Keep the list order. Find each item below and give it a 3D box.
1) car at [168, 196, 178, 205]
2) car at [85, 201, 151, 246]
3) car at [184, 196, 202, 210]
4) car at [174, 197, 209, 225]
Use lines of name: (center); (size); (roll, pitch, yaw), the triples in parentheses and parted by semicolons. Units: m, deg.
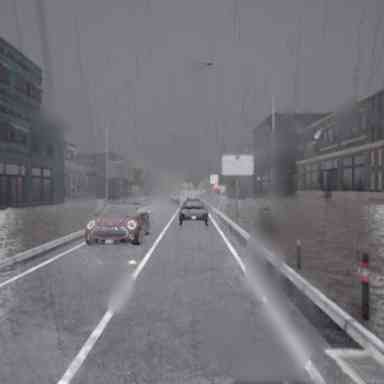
car: (-3.037, 1.406, 56.851); (1.882, 1.535, 5.008); (0, 0, 1)
car: (-3.098, 1.240, 14.685); (2.097, 1.767, 4.553); (0, 1, 0)
car: (0.106, 1.299, 40.792); (2.128, 1.511, 4.902); (0, 0, 0)
car: (0.103, 1.308, 22.460); (2.128, 1.511, 4.902); (0, 1, 0)
